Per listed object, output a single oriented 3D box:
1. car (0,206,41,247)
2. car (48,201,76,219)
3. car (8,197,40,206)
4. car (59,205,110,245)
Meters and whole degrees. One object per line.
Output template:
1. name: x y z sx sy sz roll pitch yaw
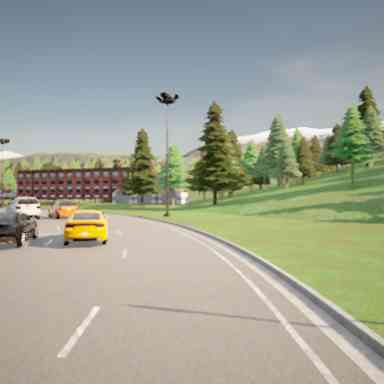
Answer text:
1. car: -8.559 1.657 15.593 1.837 1.490 4.892 0 0 -15
2. car: -12.665 1.660 32.688 2.097 1.767 4.553 0 -1 -35
3. car: -15.496 1.508 30.625 2.150 2.045 5.566 0 -1 -35
4. car: -5.195 1.635 16.613 1.882 1.535 5.008 0 0 -14
